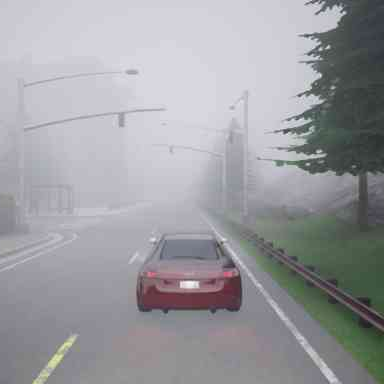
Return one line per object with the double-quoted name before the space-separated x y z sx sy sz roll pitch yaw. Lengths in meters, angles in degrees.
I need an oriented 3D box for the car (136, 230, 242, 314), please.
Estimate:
"car" -0.076 1.563 7.723 1.994 1.385 4.181 0 0 -1
